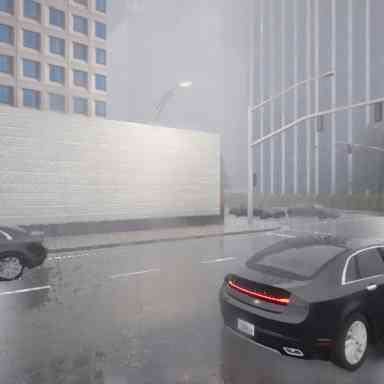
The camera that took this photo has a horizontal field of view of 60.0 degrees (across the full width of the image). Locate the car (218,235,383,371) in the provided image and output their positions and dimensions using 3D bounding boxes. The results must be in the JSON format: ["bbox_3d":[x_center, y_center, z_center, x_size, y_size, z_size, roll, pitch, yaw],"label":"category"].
[{"bbox_3d":[2.682,1.505,5.713,4.892,1.490,1.837,0,0,-35],"label":"car"}]

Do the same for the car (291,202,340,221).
[{"bbox_3d":[10.233,1.581,28.401,1.812,1.442,4.674,0,0,-36],"label":"car"}]

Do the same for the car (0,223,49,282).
[{"bbox_3d":[-6.189,1.505,8.178,4.892,1.490,1.837,0,0,-36],"label":"car"}]

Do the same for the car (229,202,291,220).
[{"bbox_3d":[5.572,1.603,28.878,2.033,1.411,5.357,0,0,-36],"label":"car"}]
